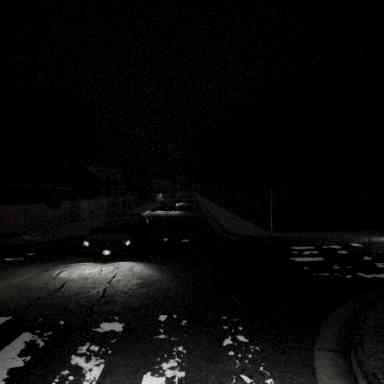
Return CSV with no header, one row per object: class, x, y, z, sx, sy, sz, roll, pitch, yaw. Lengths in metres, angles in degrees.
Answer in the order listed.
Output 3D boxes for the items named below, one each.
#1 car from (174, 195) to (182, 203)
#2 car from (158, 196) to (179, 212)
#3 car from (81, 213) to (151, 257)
car,-2.937,1.376,65.753,2.128,1.511,4.902,0,0,0
car,-2.860,1.514,39.332,1.812,1.442,4.674,0,0,0
car,-2.796,1.565,13.493,2.033,1.411,5.357,-1,1,0
